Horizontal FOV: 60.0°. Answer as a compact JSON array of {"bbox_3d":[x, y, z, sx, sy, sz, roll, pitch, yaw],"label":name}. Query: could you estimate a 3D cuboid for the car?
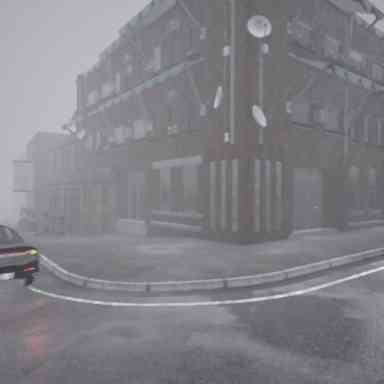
[{"bbox_3d":[-5.735,1.583,8.677,4.902,1.511,2.128,0,-1,42],"label":"car"}]
